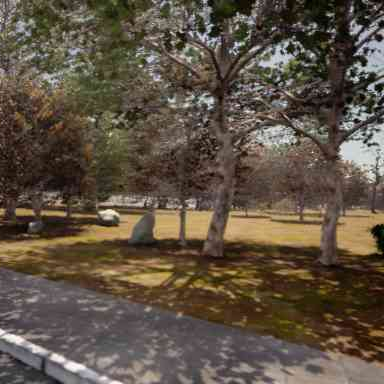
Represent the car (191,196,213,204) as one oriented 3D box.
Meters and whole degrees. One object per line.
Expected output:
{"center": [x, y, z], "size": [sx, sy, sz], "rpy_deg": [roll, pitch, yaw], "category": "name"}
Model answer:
{"center": [2.311, 2.108, 91.920], "size": [2.435, 2.045, 5.566], "rpy_deg": [5, 1, 43], "category": "car"}
